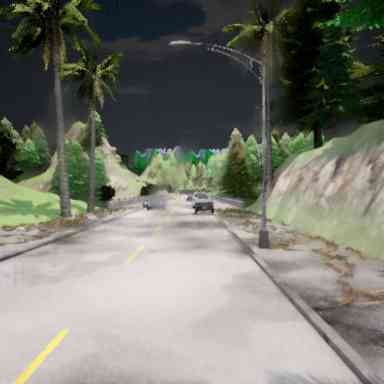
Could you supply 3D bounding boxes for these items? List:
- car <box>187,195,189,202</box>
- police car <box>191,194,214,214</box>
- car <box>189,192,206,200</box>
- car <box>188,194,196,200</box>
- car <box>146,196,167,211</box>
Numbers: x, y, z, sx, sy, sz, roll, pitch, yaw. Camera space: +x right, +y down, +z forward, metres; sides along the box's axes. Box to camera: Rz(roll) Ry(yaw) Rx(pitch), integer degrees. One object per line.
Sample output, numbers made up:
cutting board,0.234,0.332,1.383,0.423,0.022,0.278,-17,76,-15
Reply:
car,0.009,1.072,68.330,2.097,1.767,4.553,0,0,0
police car,1.169,1.302,33.639,1.930,1.638,5.238,-2,-1,0
car,1.075,1.045,43.538,2.150,2.045,5.566,-3,0,1
car,0.010,1.112,82.771,2.033,1.411,5.357,0,0,0
car,-4.077,1.238,38.913,2.097,1.767,4.553,0,0,0
